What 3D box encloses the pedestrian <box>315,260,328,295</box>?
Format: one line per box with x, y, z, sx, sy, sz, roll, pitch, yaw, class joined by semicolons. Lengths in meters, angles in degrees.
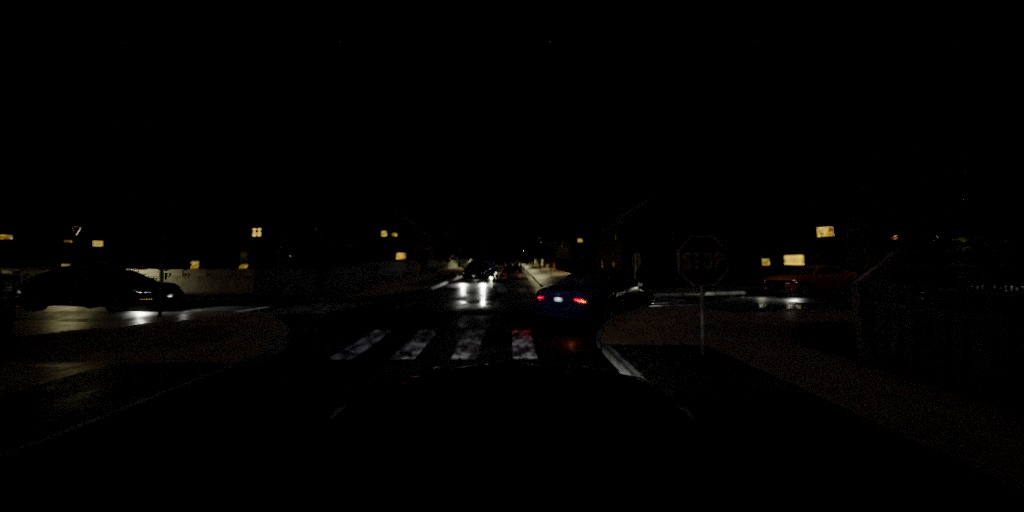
-9.812;1.081;18.366;0.375;1.860;0.375;0;-3;-1;pedestrian

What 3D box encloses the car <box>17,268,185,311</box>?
-14.402;1.165;12.671;4.892;1.490;1.837;0;-3;2;car

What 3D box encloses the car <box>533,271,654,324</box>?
2.855;1.186;11.619;2.033;1.411;5.357;-1;0;40;car

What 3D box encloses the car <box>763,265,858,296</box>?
15.663;1.231;18.800;5.008;1.535;1.882;0;-3;-14;car

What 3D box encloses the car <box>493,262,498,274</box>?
-2.832;1.203;38.435;1.882;1.535;5.008;0;0;0;car

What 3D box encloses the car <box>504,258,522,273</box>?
0.093;1.083;43.534;2.097;1.767;4.553;0;0;0;car

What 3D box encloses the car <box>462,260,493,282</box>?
-2.842;1.227;28.876;1.837;1.490;4.892;0;0;0;car
